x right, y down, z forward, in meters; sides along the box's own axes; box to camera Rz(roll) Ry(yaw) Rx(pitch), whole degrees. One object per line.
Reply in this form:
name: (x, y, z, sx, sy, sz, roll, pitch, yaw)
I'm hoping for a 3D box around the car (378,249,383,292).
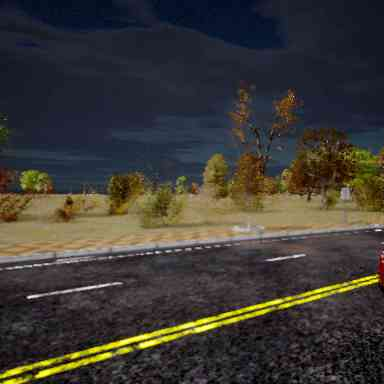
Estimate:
car: (6.367, 1.444, 7.760, 4.553, 1.767, 2.097, 1, 0, -35)
